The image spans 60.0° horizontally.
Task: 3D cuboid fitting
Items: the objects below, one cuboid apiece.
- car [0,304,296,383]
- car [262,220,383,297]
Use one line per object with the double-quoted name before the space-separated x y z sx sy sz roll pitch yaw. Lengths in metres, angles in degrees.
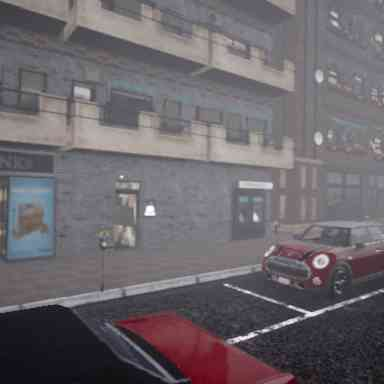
"car" -1.578 1.598 1.944 4.718 1.301 1.895 1 0 -36
"car" 3.734 1.521 8.758 4.097 1.590 1.967 1 0 -36
